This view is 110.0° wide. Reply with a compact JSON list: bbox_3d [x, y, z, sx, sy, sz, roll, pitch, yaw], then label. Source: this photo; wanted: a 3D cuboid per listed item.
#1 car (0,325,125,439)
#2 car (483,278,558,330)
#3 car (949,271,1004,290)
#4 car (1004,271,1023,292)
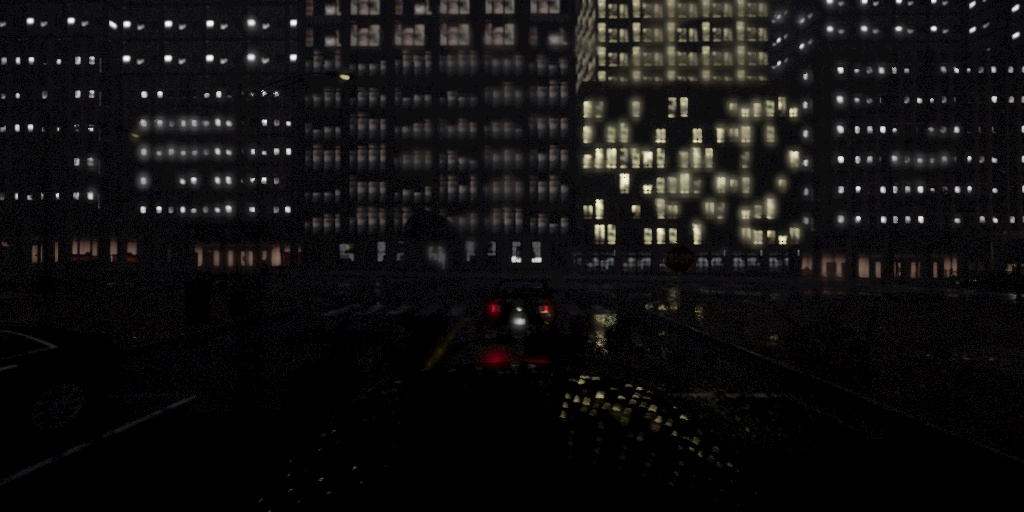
[{"bbox_3d":[-5.819,1.299,2.724,2.007,1.370,4.403,0,0,0],"label":"car"},{"bbox_3d":[0.366,1.338,11.086,1.895,1.301,4.718,0,0,4],"label":"car"},{"bbox_3d":[37.261,1.883,27.958,4.902,1.511,2.128,1,0,1],"label":"car"},{"bbox_3d":[38.365,1.602,24.695,5.566,2.045,2.150,1,-1,1],"label":"car"}]
